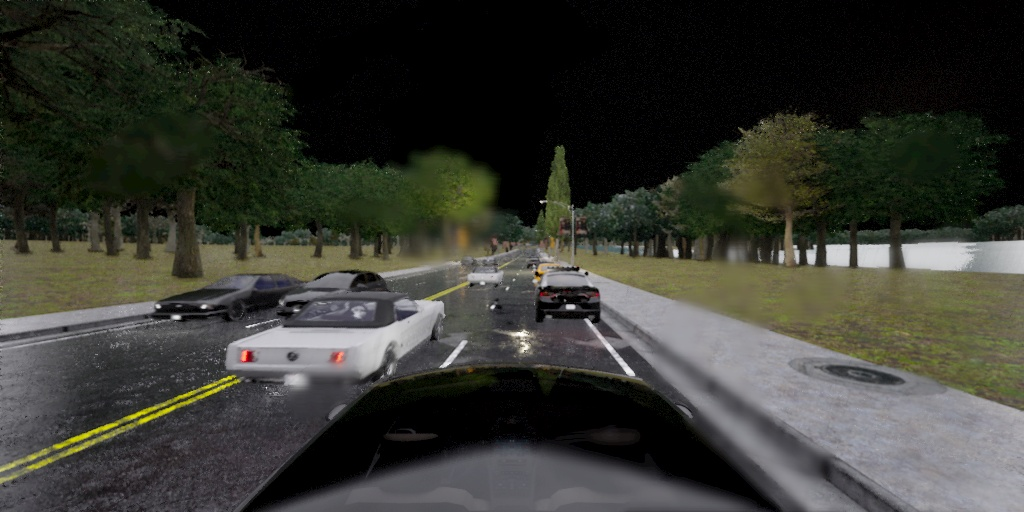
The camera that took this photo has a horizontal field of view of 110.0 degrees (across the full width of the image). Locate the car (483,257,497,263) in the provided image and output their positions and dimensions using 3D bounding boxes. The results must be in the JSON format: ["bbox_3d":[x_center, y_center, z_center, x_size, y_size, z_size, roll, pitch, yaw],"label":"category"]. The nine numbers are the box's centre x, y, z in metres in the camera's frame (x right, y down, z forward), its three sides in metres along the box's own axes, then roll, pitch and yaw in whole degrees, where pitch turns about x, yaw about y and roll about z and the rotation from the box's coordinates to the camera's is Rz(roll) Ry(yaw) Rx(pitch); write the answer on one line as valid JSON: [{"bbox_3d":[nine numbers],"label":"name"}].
[{"bbox_3d":[-3.283,0.878,54.173,1.812,1.442,4.674,0,1,4],"label":"car"}]

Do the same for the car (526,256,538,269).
[{"bbox_3d":[3.012,0.931,48.880,1.837,1.490,4.892,0,1,4],"label":"car"}]

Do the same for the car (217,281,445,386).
[{"bbox_3d":[-2.714,1.356,6.960,1.895,1.301,4.718,0,0,3],"label":"car"}]

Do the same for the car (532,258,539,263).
[{"bbox_3d":[2.710,1.189,28.139,1.882,1.535,5.008,0,0,3],"label":"car"}]

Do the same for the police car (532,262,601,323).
[{"bbox_3d":[1.744,1.179,12.284,1.930,1.638,5.238,0,0,3],"label":"police car"}]

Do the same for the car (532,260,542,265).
[{"bbox_3d":[2.346,1.222,22.154,1.882,1.535,5.008,0,0,3],"label":"car"}]

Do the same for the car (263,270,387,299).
[{"bbox_3d":[-5.839,1.265,12.408,1.837,1.490,4.892,0,0,3],"label":"car"}]

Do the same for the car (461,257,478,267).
[{"bbox_3d":[-6.498,0.873,54.817,1.812,1.442,4.674,0,1,4],"label":"car"}]

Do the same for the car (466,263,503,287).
[{"bbox_3d":[-1.659,1.342,24.264,1.895,1.301,4.718,0,0,3],"label":"car"}]

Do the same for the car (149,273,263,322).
[{"bbox_3d":[-9.088,1.311,12.536,2.033,1.411,5.357,0,0,4],"label":"car"}]
